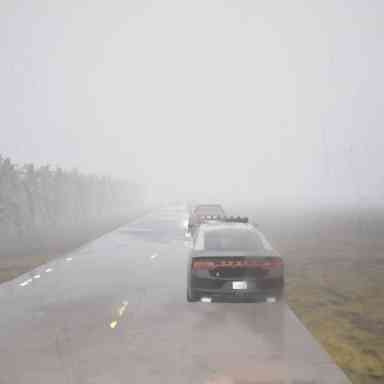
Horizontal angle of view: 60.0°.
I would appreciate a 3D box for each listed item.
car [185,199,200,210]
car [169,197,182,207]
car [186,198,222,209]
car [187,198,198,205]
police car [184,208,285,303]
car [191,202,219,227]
[{"bbox_3d":[0.109,1.671,46.004,2.033,1.411,5.357,0,0,1],"label":"car"},{"bbox_3d":[-2.654,1.665,54.009,1.837,1.490,4.892,0,0,0],"label":"car"},{"bbox_3d":[0.856,1.371,18.253,2.097,1.767,4.553,0,0,0],"label":"car"},{"bbox_3d":[0.113,1.773,63.352,1.994,1.385,4.181,0,0,0],"label":"car"},{"bbox_3d":[0.840,1.429,8.391,1.930,1.638,5.238,0,0,0],"label":"police car"},{"bbox_3d":[0.868,1.542,24.282,1.837,1.490,4.892,0,0,0],"label":"car"}]
